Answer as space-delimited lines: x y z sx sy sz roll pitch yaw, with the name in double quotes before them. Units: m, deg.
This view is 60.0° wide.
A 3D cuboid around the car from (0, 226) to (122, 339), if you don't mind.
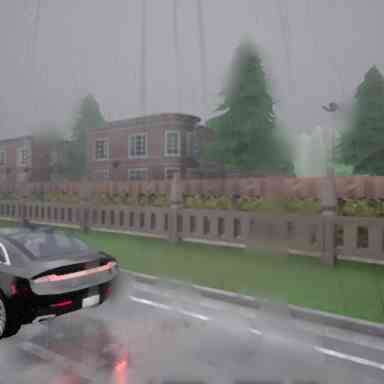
"car" -3.513 1.428 6.478 4.902 1.511 2.128 1 0 36
